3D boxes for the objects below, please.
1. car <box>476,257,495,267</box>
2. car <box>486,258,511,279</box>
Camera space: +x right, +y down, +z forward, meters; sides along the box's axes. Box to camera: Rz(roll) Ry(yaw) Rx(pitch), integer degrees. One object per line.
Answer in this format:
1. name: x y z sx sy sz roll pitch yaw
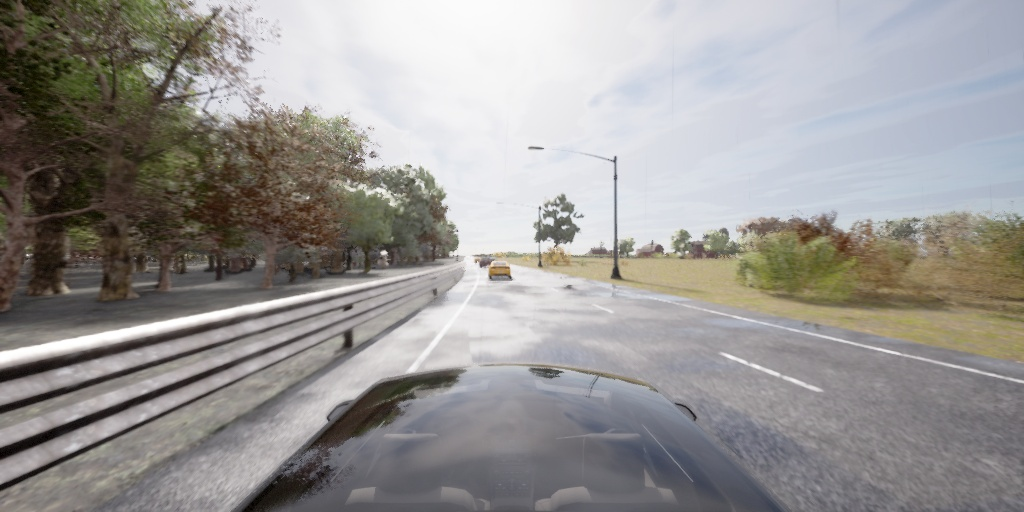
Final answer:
1. car: -4.507 0.988 61.040 2.097 1.767 4.553 0 0 -7
2. car: -1.168 1.179 32.386 1.882 1.535 5.008 0 0 -5
